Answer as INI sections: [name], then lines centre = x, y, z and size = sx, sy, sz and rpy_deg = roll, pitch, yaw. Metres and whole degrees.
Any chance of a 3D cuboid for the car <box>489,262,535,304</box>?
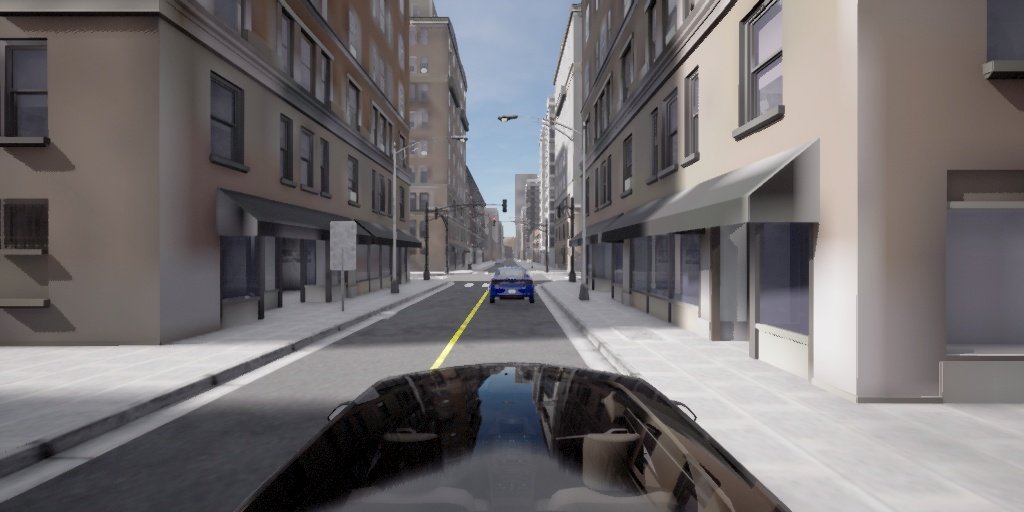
[car]
centre = 0.000, 1.236, 16.501
size = 1.882, 1.535, 5.008
rpy_deg = 0, 0, 0
